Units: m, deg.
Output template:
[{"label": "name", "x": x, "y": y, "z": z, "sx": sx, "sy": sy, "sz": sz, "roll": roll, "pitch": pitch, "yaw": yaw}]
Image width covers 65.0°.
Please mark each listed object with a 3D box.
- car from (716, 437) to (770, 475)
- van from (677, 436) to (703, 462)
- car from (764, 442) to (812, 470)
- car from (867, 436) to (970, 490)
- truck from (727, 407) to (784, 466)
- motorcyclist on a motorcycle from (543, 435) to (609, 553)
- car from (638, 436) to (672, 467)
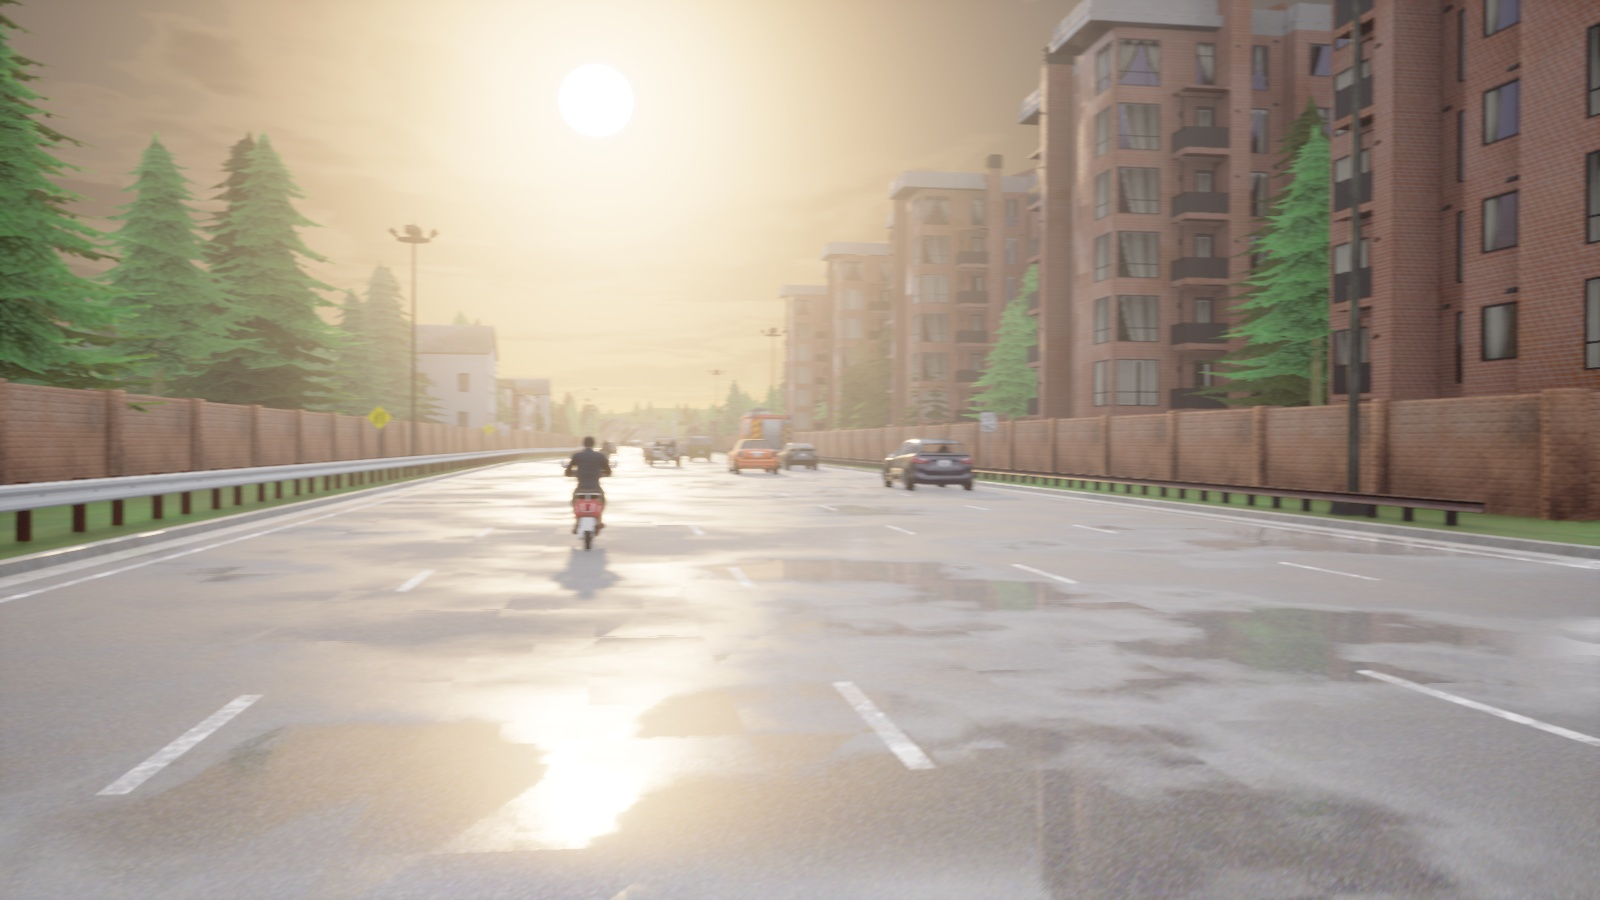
[{"label": "car", "x": -2.800, "y": 0.254, "z": 60.795, "sx": 2.097, "sy": 1.767, "sz": 4.553, "roll": 0, "pitch": 0, "yaw": -9}, {"label": "van", "x": -8.581, "y": -0.087, "z": 97.716, "sx": 1.775, "sy": 1.987, "sz": 4.442, "roll": 0, "pitch": 0, "yaw": -9}, {"label": "car", "x": -0.703, "y": 0.304, "z": 70.024, "sx": 2.007, "sy": 1.525, "sz": 4.514, "roll": 0, "pitch": 0, "yaw": -9}, {"label": "car", "x": 3.795, "y": 0.385, "z": 41.251, "sx": 2.242, "sy": 1.667, "sz": 4.611, "roll": 0, "pitch": 0, "yaw": -10}, {"label": "truck", "x": -3.118, "y": -0.906, "z": 85.478, "sx": 2.891, "sy": 3.827, "sz": 8.468, "roll": 0, "pitch": 0, "yaw": -9}, {"label": "motorcyclist on a motorcycle", "x": -3.159, "y": 0.584, "z": 17.836, "sx": 0.866, "sy": 1.590, "sz": 1.817, "roll": 0, "pitch": 0, "yaw": -9}, {"label": "car", "x": -8.987, "y": 0.085, "z": 77.736, "sx": 1.932, "sy": 1.855, "sz": 4.605, "roll": 0, "pitch": 0, "yaw": -8}]
